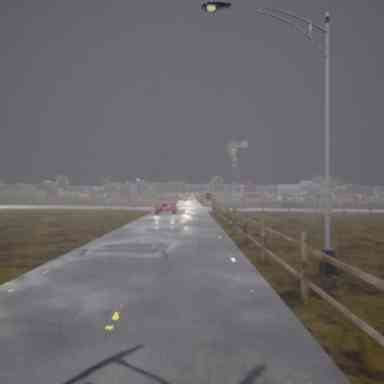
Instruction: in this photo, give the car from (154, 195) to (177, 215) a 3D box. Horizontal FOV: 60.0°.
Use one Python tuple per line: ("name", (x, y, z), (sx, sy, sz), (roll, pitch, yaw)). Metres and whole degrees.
("car", (-2.753, 1.351, 36.152), (2.150, 2.045, 5.566), (0, -1, 0))
